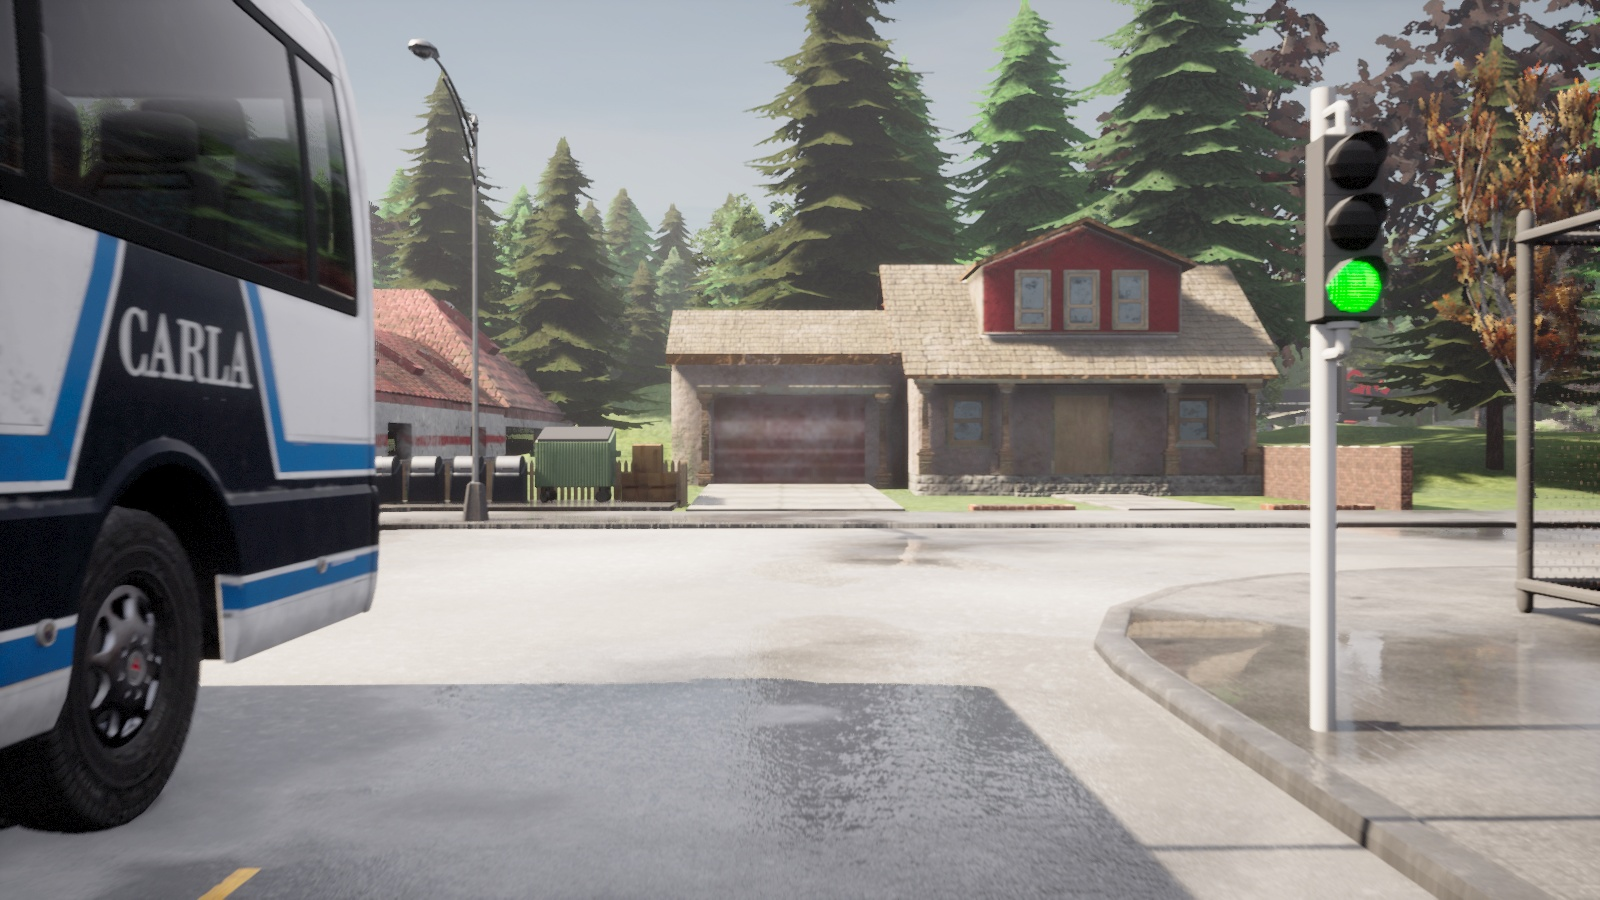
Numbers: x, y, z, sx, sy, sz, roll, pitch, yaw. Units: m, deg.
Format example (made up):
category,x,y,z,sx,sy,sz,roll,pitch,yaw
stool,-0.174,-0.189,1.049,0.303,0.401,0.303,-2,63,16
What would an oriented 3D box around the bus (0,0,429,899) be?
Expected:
category,x,y,z,sx,sy,sz,roll,pitch,yaw
bus,-4.020,-0.641,2.198,3.944,4.253,10.273,0,0,-2
